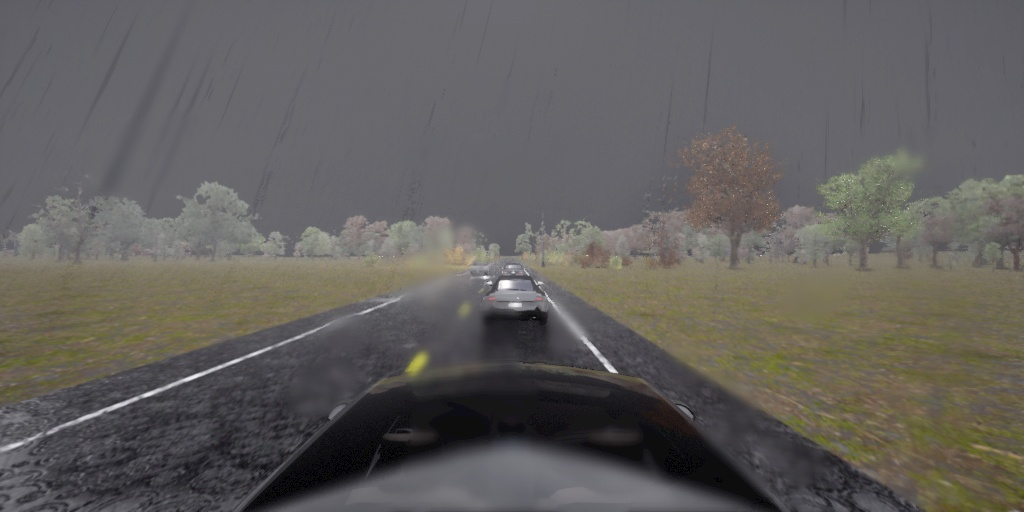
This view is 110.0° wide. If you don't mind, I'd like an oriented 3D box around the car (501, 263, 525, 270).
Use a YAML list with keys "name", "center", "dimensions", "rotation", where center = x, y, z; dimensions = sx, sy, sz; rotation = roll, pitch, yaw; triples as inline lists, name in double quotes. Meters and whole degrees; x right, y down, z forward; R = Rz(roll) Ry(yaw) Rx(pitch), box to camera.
- name: "car"
  center: [0.102, 1.301, 29.583]
  dimensions: [2.033, 1.411, 5.357]
  rotation: [0, 0, 0]

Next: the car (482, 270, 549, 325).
- name: "car"
  center: [0.101, 1.315, 11.852]
  dimensions: [1.994, 1.385, 4.181]
  rotation: [0, 0, 0]

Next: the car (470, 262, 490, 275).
- name: "car"
  center: [-3.559, 1.356, 39.753]
  dimensions: [1.895, 1.301, 4.718]
  rotation: [0, 0, 0]
